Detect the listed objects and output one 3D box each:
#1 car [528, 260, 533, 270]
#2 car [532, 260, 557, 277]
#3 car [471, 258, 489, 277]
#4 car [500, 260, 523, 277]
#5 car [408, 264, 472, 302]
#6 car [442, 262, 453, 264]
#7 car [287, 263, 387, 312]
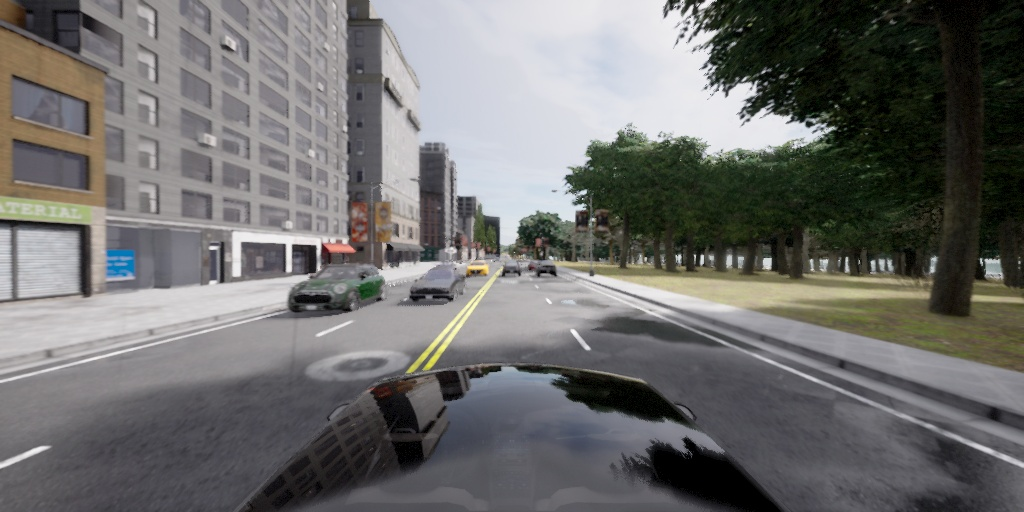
[{"bbox_3d":[3.305,1.291,50.606,1.994,1.385,4.181,0,0,0],"label":"car"},{"bbox_3d":[3.330,1.241,35.661,1.837,1.490,4.892,0,0,0],"label":"car"},{"bbox_3d":[-3.312,1.217,35.592,1.882,1.535,5.008,0,0,0],"label":"car"},{"bbox_3d":[-0.018,1.264,35.910,1.812,1.442,4.674,0,0,0],"label":"car"},{"bbox_3d":[-3.346,1.295,17.133,2.033,1.411,5.357,0,0,0],"label":"car"},{"bbox_3d":[-6.558,1.306,36.232,1.994,1.385,4.181,0,0,1],"label":"car"},{"bbox_3d":[-6.600,1.102,14.047,2.097,1.767,4.553,0,0,0],"label":"car"}]
